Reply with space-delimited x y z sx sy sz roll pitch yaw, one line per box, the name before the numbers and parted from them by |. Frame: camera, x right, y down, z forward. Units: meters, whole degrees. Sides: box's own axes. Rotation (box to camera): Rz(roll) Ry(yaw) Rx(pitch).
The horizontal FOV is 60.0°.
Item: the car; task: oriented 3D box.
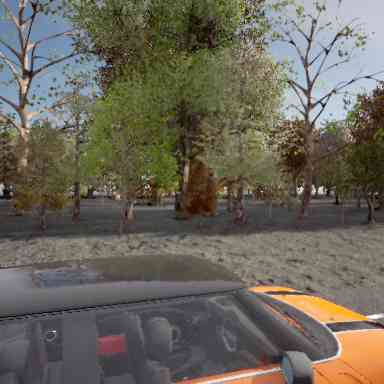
car | -0.128 1.350 2.722 4.553 1.767 2.097 0 0 -20
